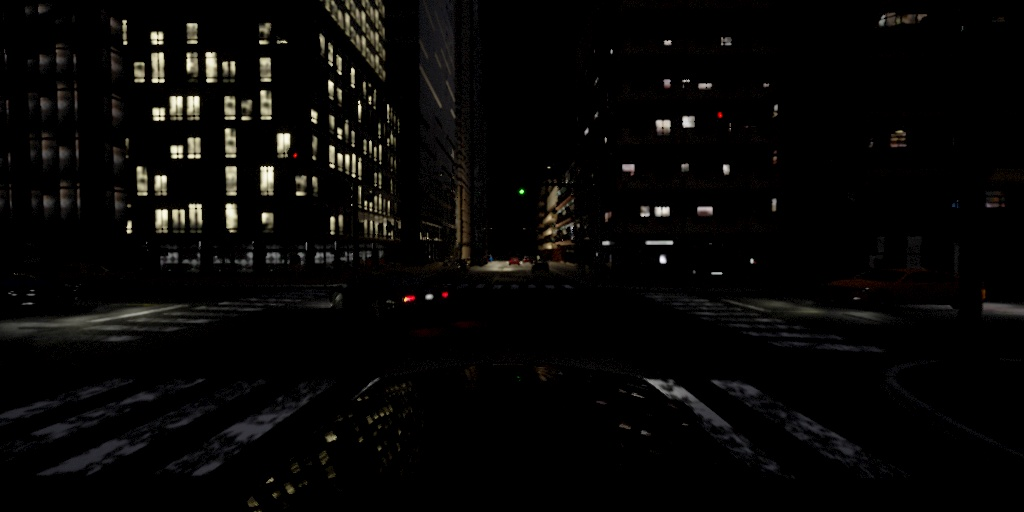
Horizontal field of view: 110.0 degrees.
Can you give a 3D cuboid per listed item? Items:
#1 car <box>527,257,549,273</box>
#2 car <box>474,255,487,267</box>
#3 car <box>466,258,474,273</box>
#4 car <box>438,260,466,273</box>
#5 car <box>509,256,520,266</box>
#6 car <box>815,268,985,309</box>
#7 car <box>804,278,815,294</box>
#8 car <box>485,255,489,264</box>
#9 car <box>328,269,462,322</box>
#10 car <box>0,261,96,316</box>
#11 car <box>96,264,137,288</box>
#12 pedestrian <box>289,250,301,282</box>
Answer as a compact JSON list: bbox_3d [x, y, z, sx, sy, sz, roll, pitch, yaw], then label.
[{"bbox_3d":[2.937,1.050,37.560,2.007,1.370,4.403,0,0,0],"label":"car"},{"bbox_3d":[-5.330,0.936,54.579,1.888,1.381,4.507,0,0,0],"label":"car"},{"bbox_3d":[-5.443,1.073,37.616,1.948,1.339,4.313,0,0,0],"label":"car"},{"bbox_3d":[-5.482,1.072,31.792,1.751,1.417,4.829,0,0,0],"label":"car"},{"bbox_3d":[0.395,0.951,59.707,1.895,1.301,4.718,0,0,0],"label":"car"},{"bbox_3d":[15.615,1.241,14.413,5.008,1.535,1.882,0,1,1],"label":"car"},{"bbox_3d":[16.420,1.259,17.001,4.403,1.370,2.007,0,0,1],"label":"car"},{"bbox_3d":[-5.292,0.935,60.233,1.802,1.307,4.207,0,0,0],"label":"car"},{"bbox_3d":[-4.281,1.230,12.132,5.357,1.411,2.033,0,0,42],"label":"car"},{"bbox_3d":[-17.506,1.063,11.898,5.008,1.535,1.882,0,1,0],"label":"car"},{"bbox_3d":[-21.552,0.946,17.749,4.829,1.417,1.751,0,0,1],"label":"car"},{"bbox_3d":[-12.415,0.562,20.517,0.375,1.860,0.375,0,1,1],"label":"pedestrian"}]
